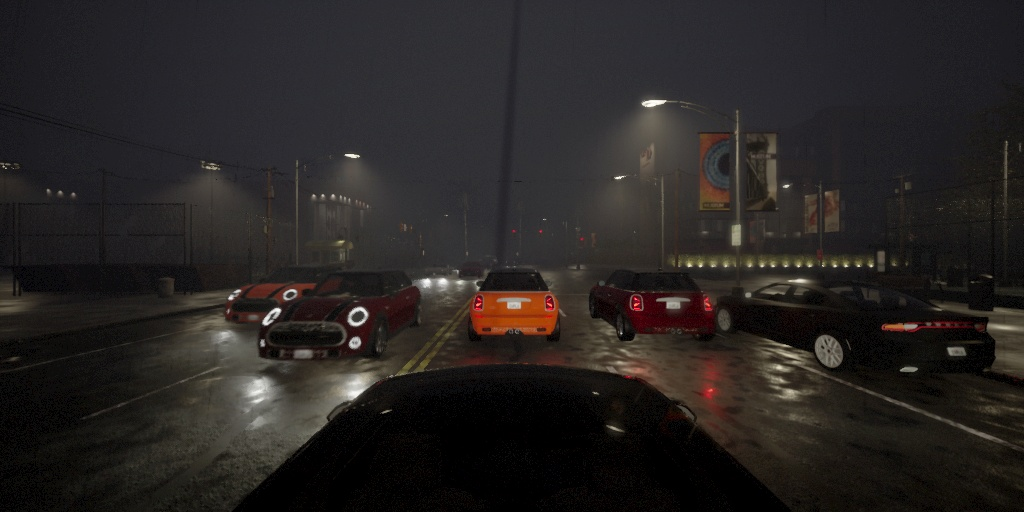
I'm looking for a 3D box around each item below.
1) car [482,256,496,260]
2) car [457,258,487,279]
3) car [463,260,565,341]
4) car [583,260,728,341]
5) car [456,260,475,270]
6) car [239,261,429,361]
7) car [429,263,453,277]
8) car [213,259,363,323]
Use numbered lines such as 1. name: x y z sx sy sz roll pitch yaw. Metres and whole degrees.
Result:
1. car: -3.412 1.102 49.966 2.097 1.767 4.553 0 0 2
2. car: -3.591 1.227 32.364 1.882 1.535 5.008 0 0 0
3. car: 0.063 1.102 9.985 2.097 1.767 4.553 0 0 0
4. car: 3.563 1.102 10.000 2.097 1.767 4.553 0 0 0
5. car: -6.806 1.314 52.578 1.994 1.385 4.181 0 0 3
6. car: -3.600 1.102 8.427 2.097 1.767 4.553 0 0 0
7. car: -7.090 1.350 34.959 1.895 1.301 4.718 0 0 0
8. car: -7.099 1.102 12.082 2.097 1.767 4.553 0 0 0
